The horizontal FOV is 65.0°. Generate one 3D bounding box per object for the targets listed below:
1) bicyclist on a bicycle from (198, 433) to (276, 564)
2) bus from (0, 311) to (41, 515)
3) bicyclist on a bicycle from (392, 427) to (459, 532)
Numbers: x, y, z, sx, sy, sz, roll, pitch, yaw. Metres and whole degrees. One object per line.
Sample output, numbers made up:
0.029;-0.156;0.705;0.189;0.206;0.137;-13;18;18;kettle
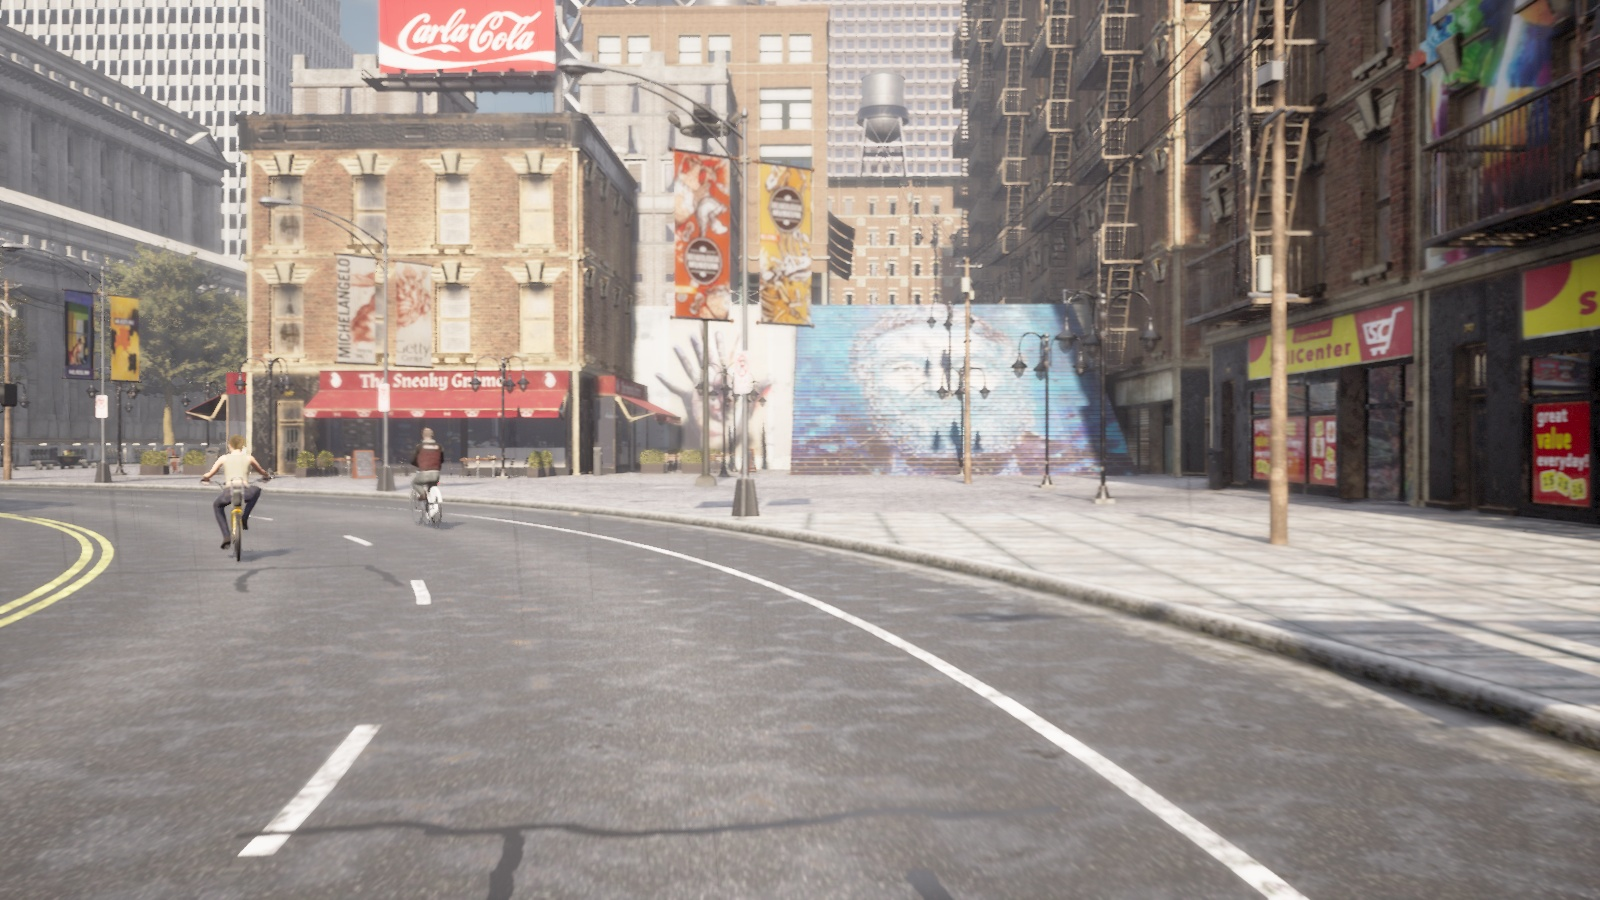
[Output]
-7.357;0.591;16.381;0.866;1.612;1.509;-1;1;-25;bicyclist on a bicycle
-21.644;-0.789;28.118;10.273;4.253;3.944;0;0;34;bus
-6.655;0.492;22.249;0.659;1.776;1.843;-1;1;-32;bicyclist on a bicycle
